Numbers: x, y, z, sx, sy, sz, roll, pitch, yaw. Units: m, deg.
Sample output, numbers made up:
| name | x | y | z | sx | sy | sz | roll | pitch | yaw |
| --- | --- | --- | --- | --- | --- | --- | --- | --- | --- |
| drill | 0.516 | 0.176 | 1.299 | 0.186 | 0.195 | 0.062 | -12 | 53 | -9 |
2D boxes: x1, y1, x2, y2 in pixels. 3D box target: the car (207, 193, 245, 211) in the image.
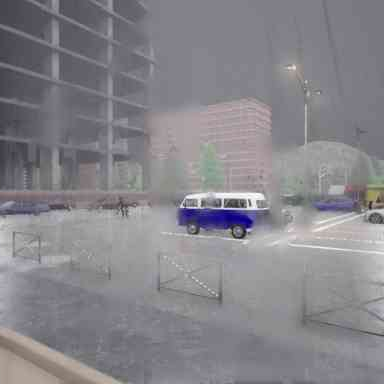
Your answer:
| name | x | y | z | sx | sy | sz | roll | pitch | yaw |
| --- | --- | --- | --- | --- | --- | --- | --- | --- | --- |
| car | 4.944 | 1.166 | 47.411 | 2.150 | 2.045 | 5.566 | 0 | 0 | 36 |

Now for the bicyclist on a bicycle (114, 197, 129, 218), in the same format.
| name | x | y | z | sx | sy | sz | roll | pitch | yaw |
| --- | --- | --- | --- | --- | --- | --- | --- | --- | --- |
| bicyclist on a bicycle | -5.482 | 1.248 | 25.945 | 1.656 | 1.620 | 0.582 | 0 | 0 | 35 |

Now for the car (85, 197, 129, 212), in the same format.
| name | x | y | z | sx | sy | sz | roll | pitch | yaw |
| --- | --- | --- | --- | --- | --- | --- | --- | --- | --- |
| car | -10.015 | 1.449 | 38.577 | 1.837 | 1.490 | 4.892 | 0 | 0 | 35 |

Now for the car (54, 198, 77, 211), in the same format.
| name | x | y | z | sx | sy | sz | roll | pitch | yaw |
| --- | --- | --- | --- | --- | --- | --- | --- | --- | --- |
| car | -15.297 | 1.436 | 37.159 | 2.128 | 1.511 | 4.902 | 0 | 0 | 35 |

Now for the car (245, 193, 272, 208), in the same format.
| name | x | y | z | sx | sy | sz | roll | pitch | yaw |
| --- | --- | --- | --- | --- | --- | --- | --- | --- | --- |
| car | 11.046 | 1.436 | 56.138 | 2.128 | 1.511 | 4.902 | 0 | 0 | 35 |

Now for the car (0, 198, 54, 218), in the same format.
| name | x | y | z | sx | sy | sz | roll | pitch | yaw |
| --- | --- | --- | --- | --- | --- | --- | --- | --- | --- |
| car | -15.837 | 1.492 | 30.320 | 2.033 | 1.411 | 5.357 | 0 | 0 | 35 |

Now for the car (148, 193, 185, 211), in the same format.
| name | x | y | z | sx | sy | sz | roll | pitch | yaw |
| --- | --- | --- | --- | --- | --- | --- | --- | --- | --- |
| car | -3.841 | 1.166 | 47.305 | 2.150 | 2.045 | 5.566 | 0 | 0 | 35 |

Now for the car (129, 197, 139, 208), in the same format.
| name | x | y | z | sx | sy | sz | roll | pitch | yaw |
| --- | --- | --- | --- | --- | --- | --- | --- | --- | --- |
| car | -9.376 | 1.436 | 45.547 | 2.128 | 1.511 | 4.902 | 0 | 0 | 35 |

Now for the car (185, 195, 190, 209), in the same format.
| name | x | y | z | sx | sy | sz | roll | pitch | yaw |
| --- | --- | --- | --- | --- | --- | --- | --- | --- | --- |
| car | -3.250 | 1.166 | 54.168 | 2.150 | 2.045 | 5.566 | 0 | 0 | 35 |

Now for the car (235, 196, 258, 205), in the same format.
| name | x | y | z | sx | sy | sz | roll | pitch | yaw |
| --- | --- | --- | --- | --- | --- | --- | --- | --- | --- |
| car | 10.018 | 1.436 | 60.591 | 2.128 | 1.511 | 4.902 | 0 | 0 | 35 |

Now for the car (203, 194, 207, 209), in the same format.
| name | x | y | z | sx | sy | sz | roll | pitch | yaw |
| --- | --- | --- | --- | --- | --- | --- | --- | --- | --- |
| car | 4.216 | 1.449 | 52.348 | 1.837 | 1.490 | 4.892 | 0 | 0 | 35 |

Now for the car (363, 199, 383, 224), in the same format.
| name | x | y | z | sx | sy | sz | roll | pitch | yaw |
| --- | --- | --- | --- | --- | --- | --- | --- | --- | --- |
| car | 13.270 | 1.395 | 21.463 | 3.806 | 1.475 | 1.970 | 0 | 0 | 36 |
